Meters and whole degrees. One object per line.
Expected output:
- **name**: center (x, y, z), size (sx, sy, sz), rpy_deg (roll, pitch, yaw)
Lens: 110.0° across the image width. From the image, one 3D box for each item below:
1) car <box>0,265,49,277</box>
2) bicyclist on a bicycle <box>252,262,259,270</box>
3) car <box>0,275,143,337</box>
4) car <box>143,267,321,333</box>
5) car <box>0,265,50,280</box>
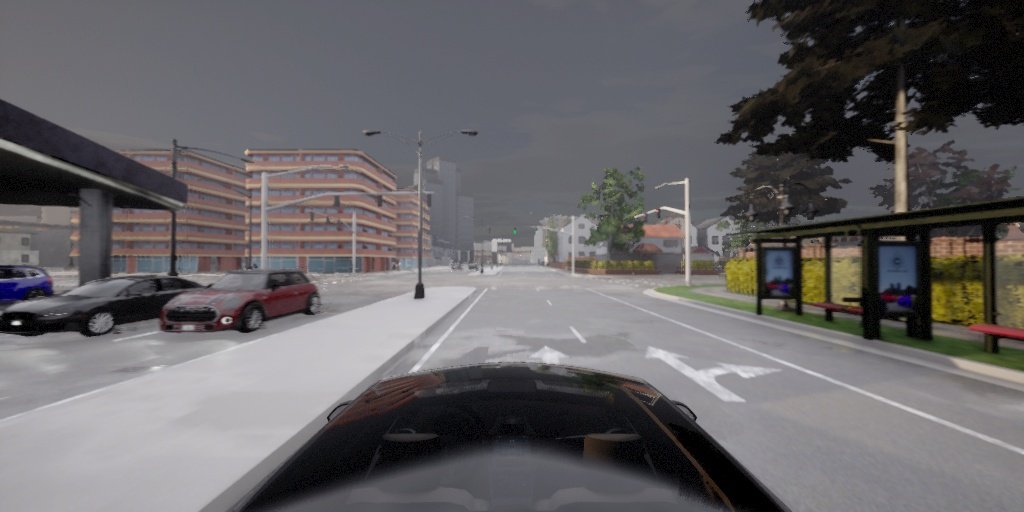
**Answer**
- **car**: center (-46.588, 1.763, 33.571), size (4.718, 1.301, 1.895), rpy_deg (0, -1, -1)
- **bicyclist on a bicycle**: center (-32.103, 1.614, 44.771), size (0.582, 1.620, 1.656), rpy_deg (0, -1, -1)
- **car**: center (-11.563, 1.375, 10.808), size (1.837, 1.490, 4.892), rpy_deg (0, -1, 0)
- **car**: center (-8.062, 1.225, 11.207), size (2.097, 1.767, 4.553), rpy_deg (0, -1, 0)
- **car**: center (-51.510, 1.685, 37.066), size (5.008, 1.535, 1.882), rpy_deg (0, -1, -1)
